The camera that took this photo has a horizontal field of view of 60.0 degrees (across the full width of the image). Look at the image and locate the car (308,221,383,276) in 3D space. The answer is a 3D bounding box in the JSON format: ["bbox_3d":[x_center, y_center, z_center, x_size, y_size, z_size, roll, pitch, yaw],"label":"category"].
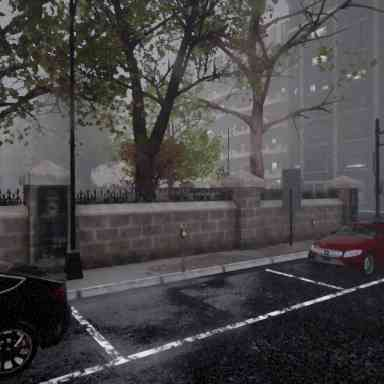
[{"bbox_3d":[5.384,1.581,10.286,4.206,1.307,1.802,0,0,-35],"label":"car"}]

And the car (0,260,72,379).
[{"bbox_3d":[-3.696,1.566,3.955,4.313,1.339,1.947,0,0,-35],"label":"car"}]
